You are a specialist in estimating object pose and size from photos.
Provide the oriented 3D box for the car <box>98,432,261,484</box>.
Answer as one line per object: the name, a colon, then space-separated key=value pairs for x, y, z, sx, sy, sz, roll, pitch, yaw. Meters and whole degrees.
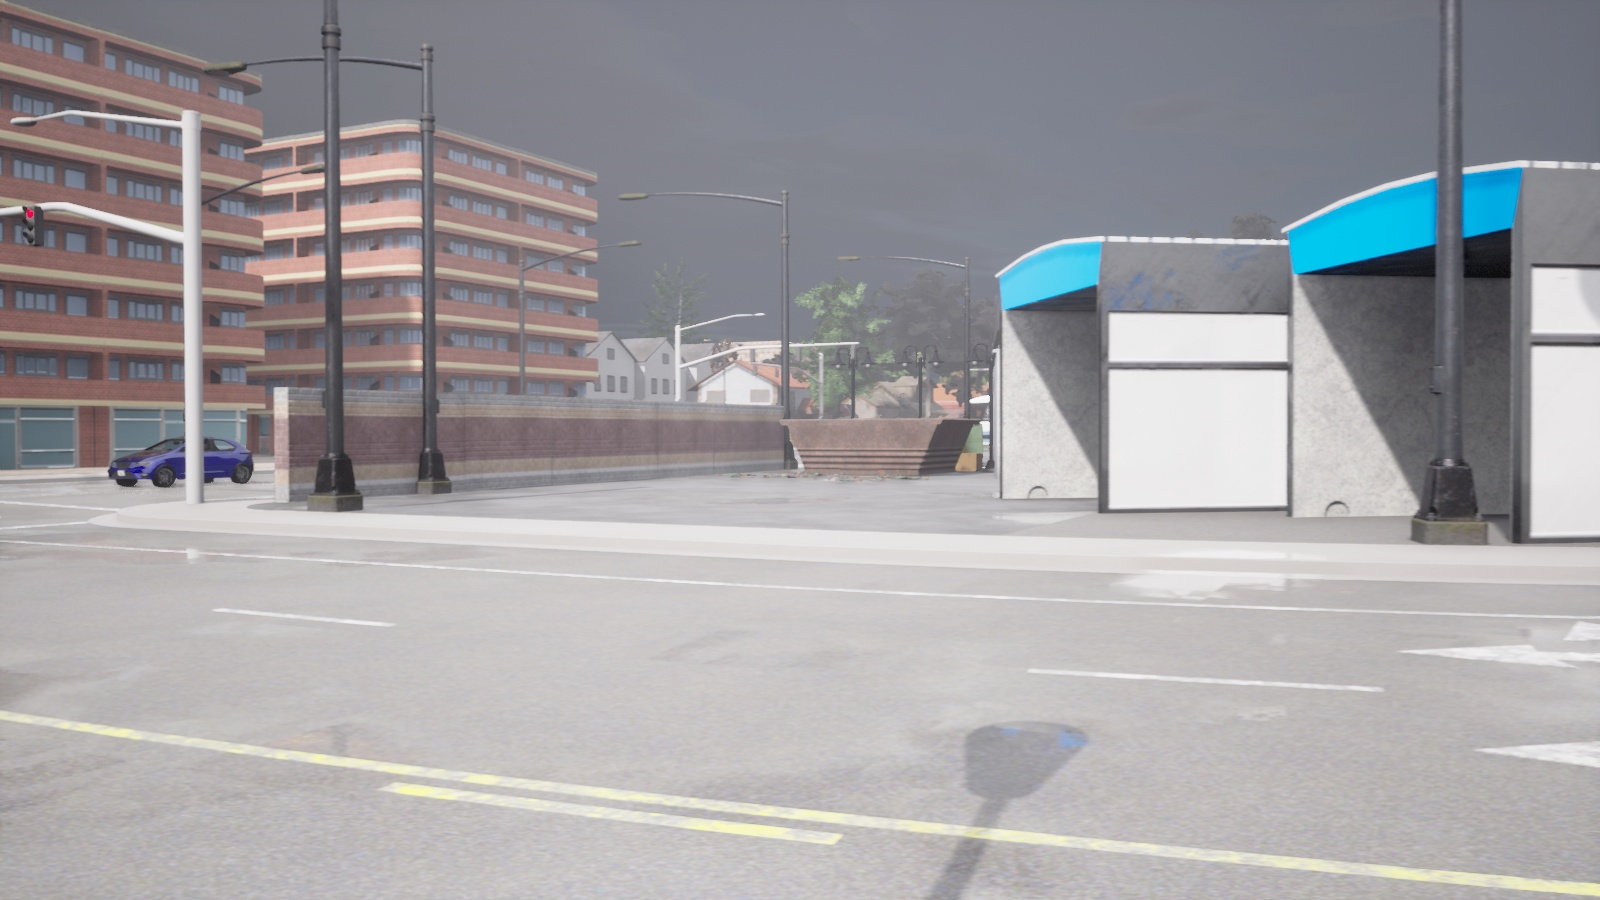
car: x=-18.508 y=0.197 z=37.650 sx=1.816 sy=1.474 sz=4.193 roll=1 pitch=1 yaw=24

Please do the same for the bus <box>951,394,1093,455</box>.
bus: x=16.291 y=-1.891 z=93.146 sx=3.944 sy=4.253 sz=10.273 roll=-3 pitch=2 yaw=-38
